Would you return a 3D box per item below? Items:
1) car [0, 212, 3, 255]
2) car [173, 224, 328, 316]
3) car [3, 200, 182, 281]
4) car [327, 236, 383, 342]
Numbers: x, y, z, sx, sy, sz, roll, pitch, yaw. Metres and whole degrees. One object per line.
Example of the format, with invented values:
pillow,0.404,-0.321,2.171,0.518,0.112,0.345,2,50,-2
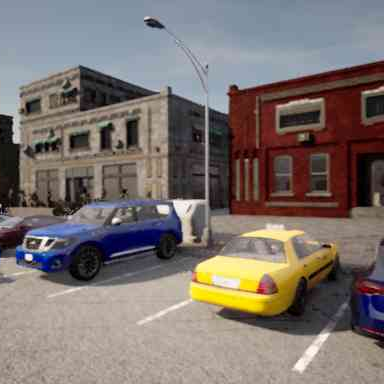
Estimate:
car,-7.021,1.677,13.980,2.002,1.452,4.674,-1,-1,36
car,2.056,1.505,7.719,1.946,1.575,5.366,-1,0,36
car,-2.556,1.319,10.751,2.435,2.045,5.566,-1,0,36
car,4.209,1.509,5.988,2.163,1.488,4.792,-1,0,36
